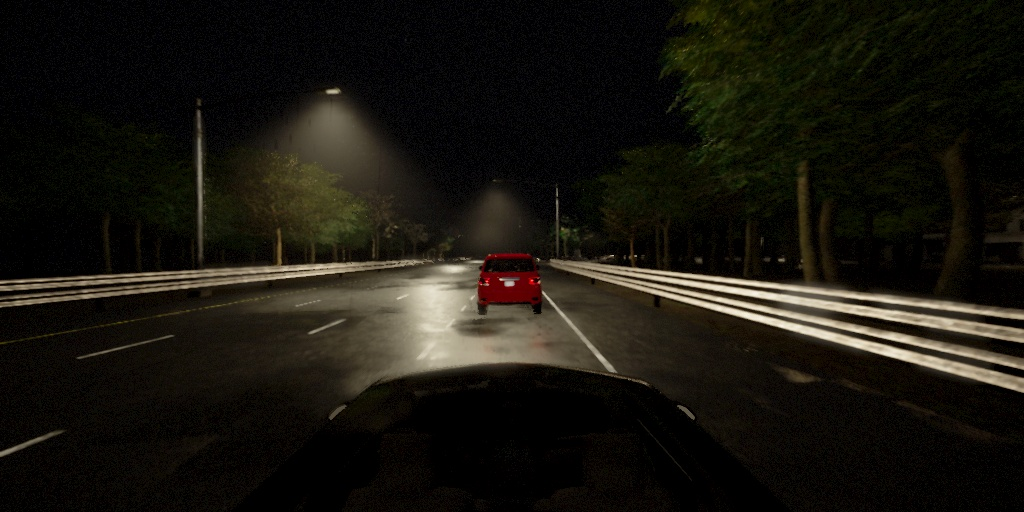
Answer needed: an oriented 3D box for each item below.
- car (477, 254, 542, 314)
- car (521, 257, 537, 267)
[{"bbox_3d":[-0.092,0.941,13.707,2.150,2.045,5.566,-1,0,0],"label":"car"},{"bbox_3d":[3.065,1.047,63.412,1.837,1.490,4.892,-1,0,16],"label":"car"}]
